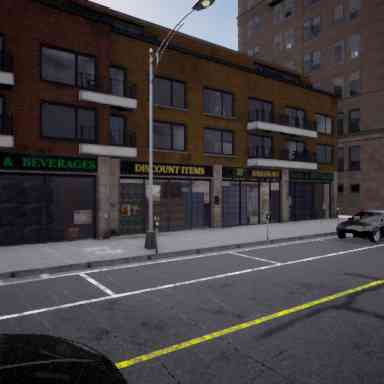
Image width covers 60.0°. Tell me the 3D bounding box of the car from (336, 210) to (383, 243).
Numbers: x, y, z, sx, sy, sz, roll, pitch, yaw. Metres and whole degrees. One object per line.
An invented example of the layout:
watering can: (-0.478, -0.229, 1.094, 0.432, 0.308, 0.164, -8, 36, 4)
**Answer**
car: (8.836, 1.567, 16.200, 4.313, 1.339, 1.947, 0, 0, -35)

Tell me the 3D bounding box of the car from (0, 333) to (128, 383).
car: (-2.631, 1.477, 1.297, 5.008, 1.535, 1.882, 0, 0, -35)
